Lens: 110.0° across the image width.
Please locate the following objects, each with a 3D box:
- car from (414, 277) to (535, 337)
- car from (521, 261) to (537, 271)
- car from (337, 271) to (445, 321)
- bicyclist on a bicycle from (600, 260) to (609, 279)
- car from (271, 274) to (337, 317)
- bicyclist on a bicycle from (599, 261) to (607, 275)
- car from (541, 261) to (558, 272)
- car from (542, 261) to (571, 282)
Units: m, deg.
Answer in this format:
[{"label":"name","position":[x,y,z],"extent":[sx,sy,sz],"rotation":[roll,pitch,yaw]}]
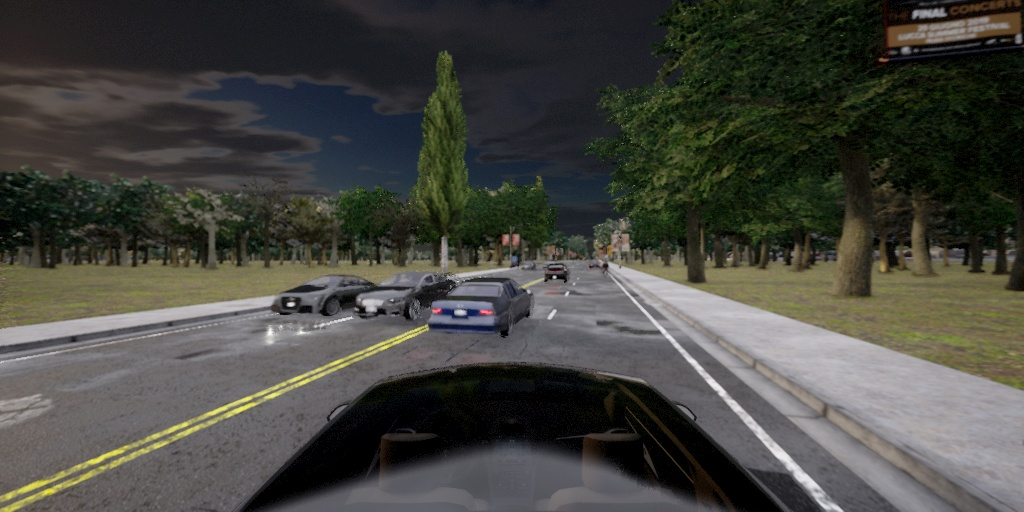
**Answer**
[{"label":"car","position":[-0.609,1.347,10.589],"extent":[2.033,1.411,5.357],"rotation":[0,0,13]},{"label":"car","position":[2.578,1.524,54.889],"extent":[2.128,1.511,4.902],"rotation":[0,0,13]},{"label":"car","position":[-3.610,1.314,12.965],"extent":[2.128,1.511,4.902],"rotation":[0,0,13]},{"label":"bicyclist on a bicycle","position":[8.650,1.263,33.132],"extent":[0.659,1.776,1.843],"rotation":[0,0,13]},{"label":"car","position":[-6.785,1.401,13.654],"extent":[1.994,1.385,4.181],"rotation":[0,0,13]},{"label":"bicyclist on a bicycle","position":[10.772,1.373,42.399],"extent":[0.866,1.612,1.509],"rotation":[0,0,12]},{"label":"car","position":[5.702,1.494,53.975],"extent":[1.882,1.535,5.008],"rotation":[0,-1,13]},{"label":"car","position":[3.889,1.398,30.417],"extent":[1.837,1.490,4.892],"rotation":[0,0,13]}]
